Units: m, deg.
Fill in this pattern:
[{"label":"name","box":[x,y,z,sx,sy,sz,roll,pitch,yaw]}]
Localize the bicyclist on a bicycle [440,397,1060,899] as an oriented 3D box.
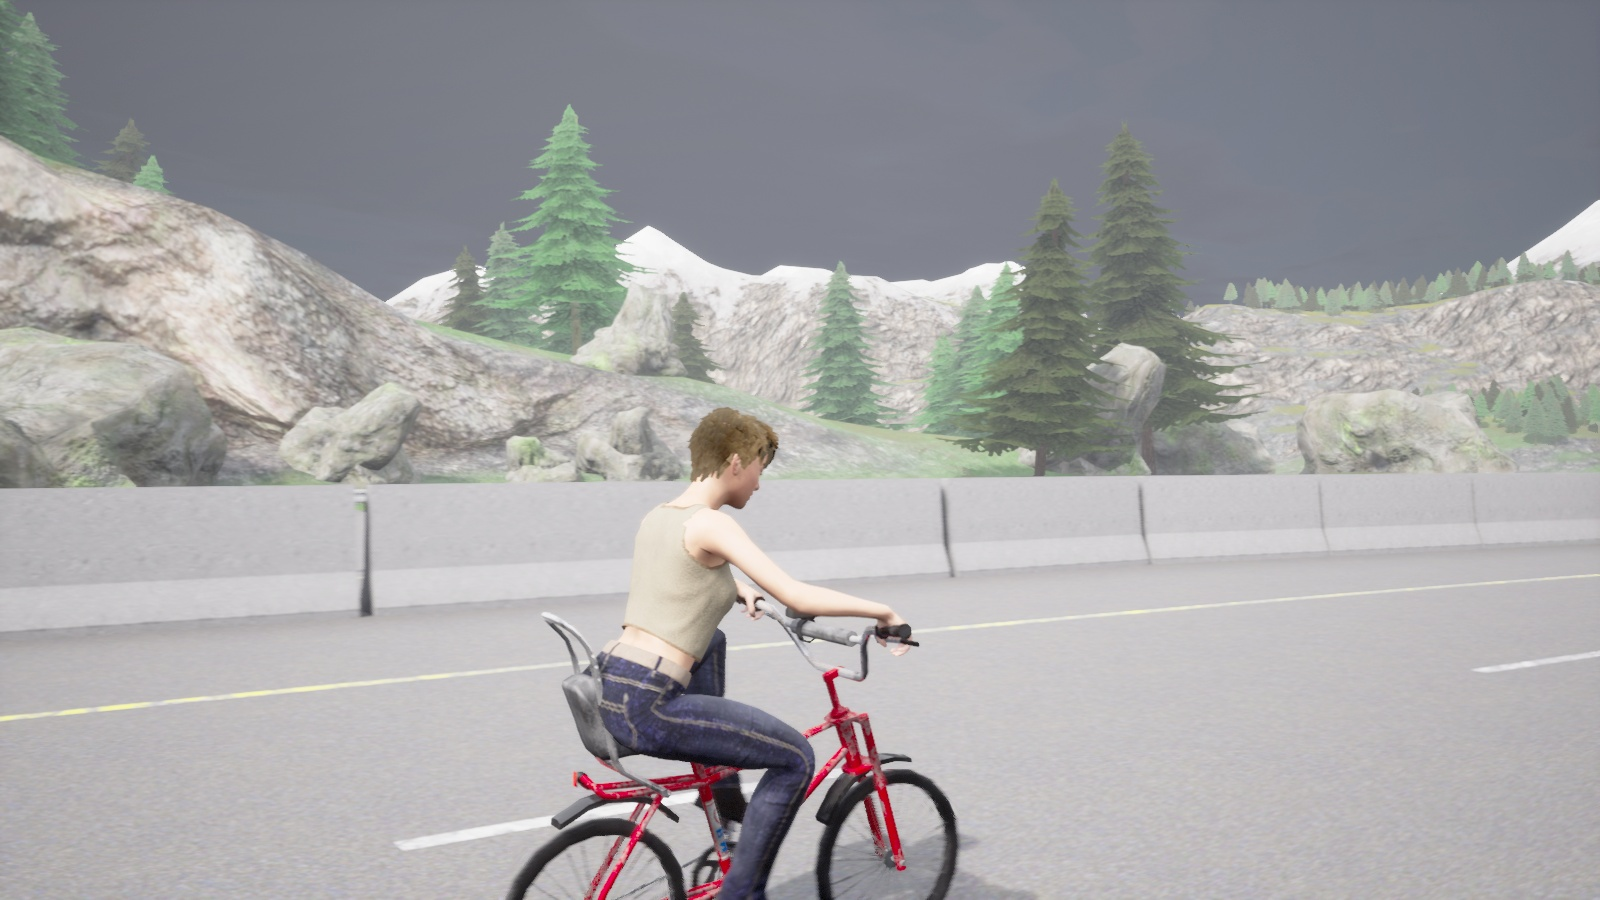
[{"label":"bicyclist on a bicycle","box":[-0.128,0.690,3.528,1.509,1.612,0.866,0,0,-33]}]
